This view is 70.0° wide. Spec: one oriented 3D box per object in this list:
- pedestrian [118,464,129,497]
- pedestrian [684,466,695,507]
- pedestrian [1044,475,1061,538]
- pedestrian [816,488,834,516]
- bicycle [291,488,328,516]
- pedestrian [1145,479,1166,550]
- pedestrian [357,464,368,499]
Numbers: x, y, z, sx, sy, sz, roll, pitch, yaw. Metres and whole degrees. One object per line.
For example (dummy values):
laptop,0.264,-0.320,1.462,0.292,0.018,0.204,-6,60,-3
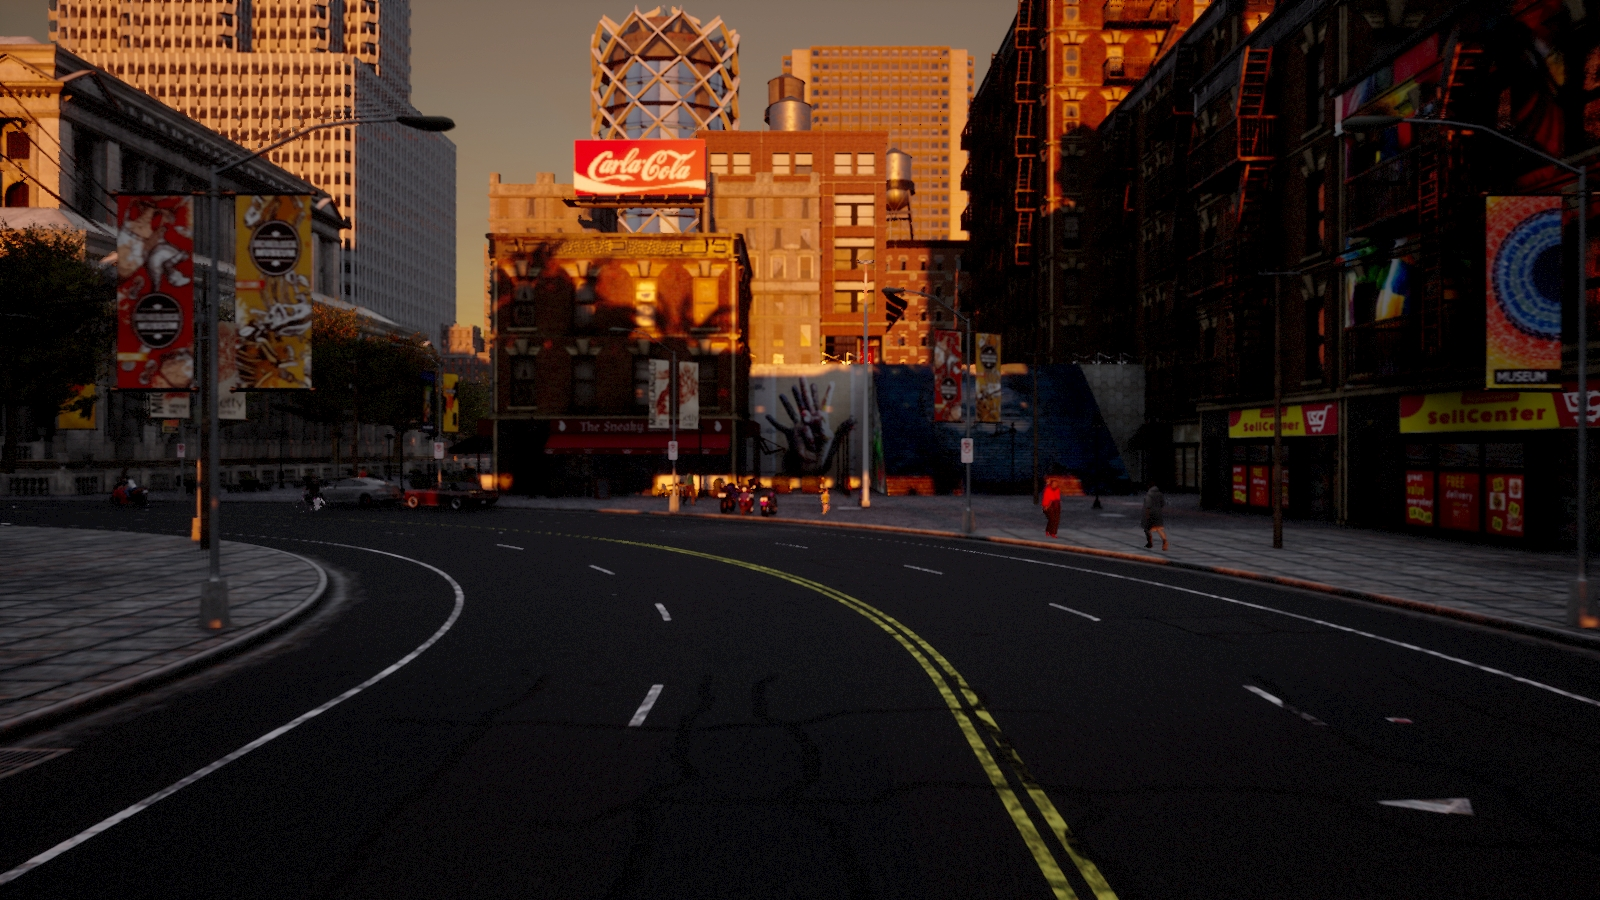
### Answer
pedestrian,-37.603,1.697,63.528,0.375,1.860,0.375,0,0,2
pedestrian,-5.154,1.697,53.219,0.375,1.860,0.375,0,0,-43
pedestrian,7.548,1.696,34.139,0.375,1.860,0.375,0,0,-15
pedestrian,1.010,2.076,46.139,0.500,1.100,0.500,0,0,-34
bicycle,-20.939,2.210,48.753,1.835,1.171,0.329,0,0,26
pedestrian,9.424,1.696,30.306,0.375,1.860,0.375,0,0,-22
pedestrian,-23.634,1.697,61.685,0.375,1.860,0.375,0,0,23
